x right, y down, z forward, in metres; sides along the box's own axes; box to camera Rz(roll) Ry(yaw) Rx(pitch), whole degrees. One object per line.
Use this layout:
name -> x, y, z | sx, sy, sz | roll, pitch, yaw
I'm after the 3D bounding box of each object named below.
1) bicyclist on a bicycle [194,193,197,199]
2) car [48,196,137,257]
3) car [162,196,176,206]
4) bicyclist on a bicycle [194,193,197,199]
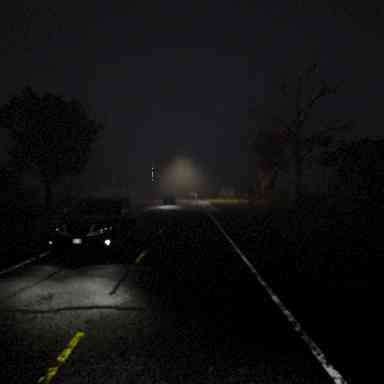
bicyclist on a bicycle -> 0.930, 1.156, 81.174 | 0.866, 1.612, 1.509 | 0, 0, 0
car -> -3.603, 1.195, 13.170 | 2.150, 2.045, 5.566 | 0, 0, 0
car -> -3.582, 1.335, 53.001 | 2.128, 1.511, 4.902 | 0, 0, 0
bicyclist on a bicycle -> 0.929, 1.109, 90.295 | 0.866, 1.612, 1.509 | 0, 0, 0
